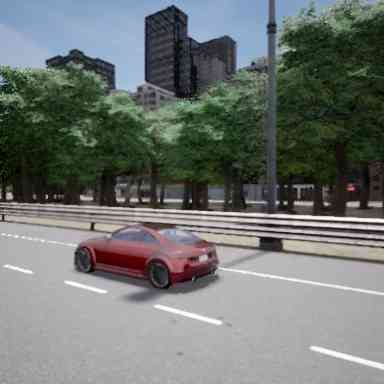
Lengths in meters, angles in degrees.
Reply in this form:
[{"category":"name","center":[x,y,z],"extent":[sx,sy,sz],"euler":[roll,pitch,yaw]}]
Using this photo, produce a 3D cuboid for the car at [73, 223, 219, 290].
[{"category":"car","center":[-1.358,1.551,9.141],"extent":[4.181,1.385,1.994],"euler":[0,0,36]}]
